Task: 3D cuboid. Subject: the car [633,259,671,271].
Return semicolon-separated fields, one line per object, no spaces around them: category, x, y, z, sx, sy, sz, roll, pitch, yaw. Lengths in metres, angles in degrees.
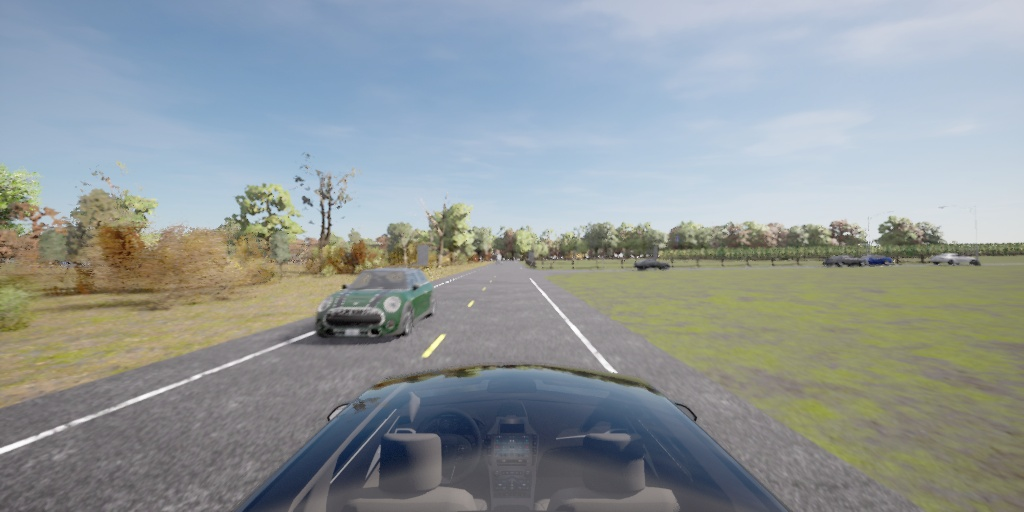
car;18.302;1.140;46.999;4.674;1.442;1.812;-1;-1;0

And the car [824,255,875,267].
car;43.910;0.698;47.179;4.902;1.511;2.128;-1;-1;0

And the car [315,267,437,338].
car;-3.606;1.140;10.324;2.097;1.767;4.553;0;0;0
